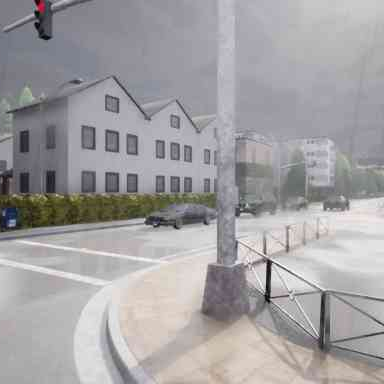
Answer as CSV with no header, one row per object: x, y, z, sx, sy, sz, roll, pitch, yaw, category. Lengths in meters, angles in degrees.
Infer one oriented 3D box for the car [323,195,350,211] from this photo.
16.409,1.164,37.593,2.097,1.767,4.553,0,0,35,car

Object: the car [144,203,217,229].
-0.471,1.361,20.183,2.033,1.411,5.357,0,0,35,car

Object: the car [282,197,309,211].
11.566,1.305,37.075,2.128,1.511,4.902,0,0,36,car

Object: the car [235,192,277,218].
5.496,1.035,28.594,2.150,2.045,5.566,0,0,35,car
